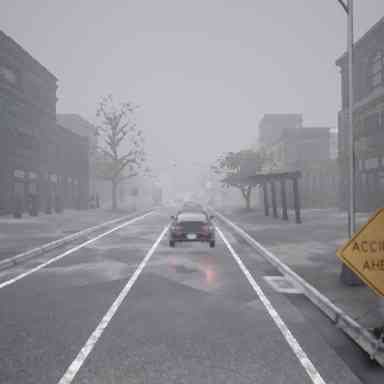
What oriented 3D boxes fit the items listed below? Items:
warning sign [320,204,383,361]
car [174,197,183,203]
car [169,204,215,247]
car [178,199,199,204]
[{"bbox_3d":[2.632,1.111,4.577,1.300,1.860,1.060,-1,-1,0],"label":"warning sign"},{"bbox_3d":[-3.000,1.763,75.923,1.812,1.442,4.674,0,0,0],"label":"car"},{"bbox_3d":[0.000,1.472,14.649,1.812,1.442,4.674,0,0,0],"label":"car"},{"bbox_3d":[0.000,1.575,29.658,1.994,1.385,4.181,0,0,0],"label":"car"}]
